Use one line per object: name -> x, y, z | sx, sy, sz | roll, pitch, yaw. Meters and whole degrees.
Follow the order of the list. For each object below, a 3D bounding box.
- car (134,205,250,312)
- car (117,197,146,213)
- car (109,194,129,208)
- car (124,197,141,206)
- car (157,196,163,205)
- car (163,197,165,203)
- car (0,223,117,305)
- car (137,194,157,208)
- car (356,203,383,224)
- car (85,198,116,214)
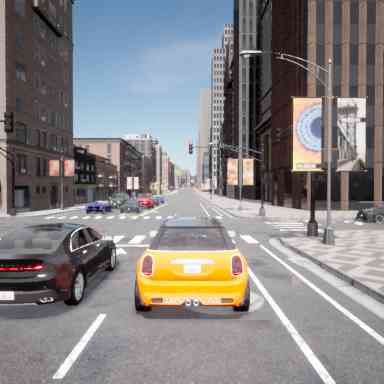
car -> 0.010, 1.351, 7.887 | 2.097, 1.767, 4.553 | 0, 0, 0
car -> -6.602, 1.580, 36.719 | 1.994, 1.385, 4.181 | 0, 0, 0
car -> -9.845, 1.244, 45.319 | 2.150, 2.045, 5.566 | 0, 0, 1
car -> -9.820, 1.591, 55.277 | 1.994, 1.385, 4.181 | 0, 0, 2
car -> -6.587, 1.591, 55.969 | 1.994, 1.385, 4.181 | 0, 0, 0
car -> -6.535, 1.507, 66.042 | 1.882, 1.535, 5.008 | 0, 0, 1
car -> -3.154, 1.504, 8.031 | 1.837, 1.490, 4.892 | 0, 0, 0
car -> -6.601, 1.244, 45.996 | 2.150, 2.045, 5.566 | 0, 0, 1
car -> 13.985, 1.470, 23.556 | 4.181, 1.385, 1.994 | 0, 1, 0
car -> -9.851, 1.616, 35.559 | 1.895, 1.301, 4.718 | 0, 0, 0
